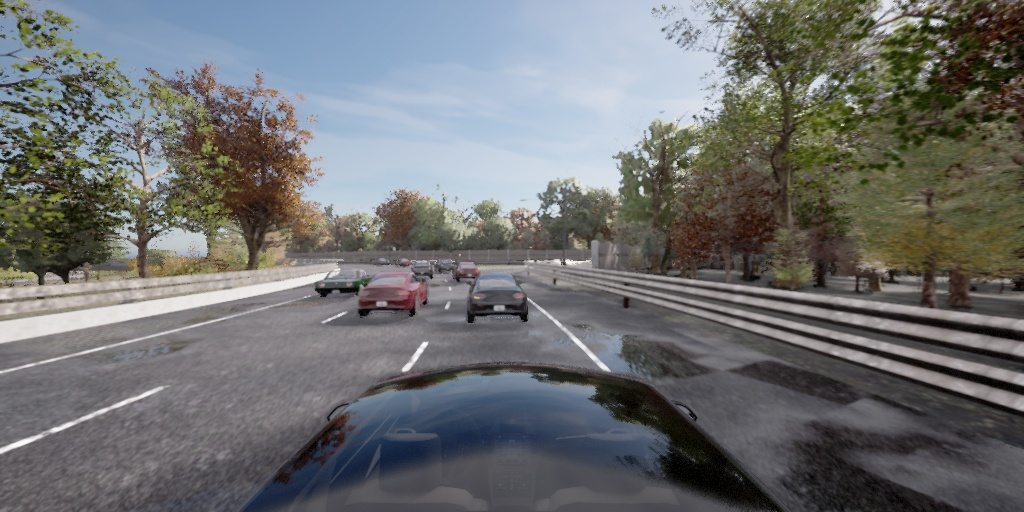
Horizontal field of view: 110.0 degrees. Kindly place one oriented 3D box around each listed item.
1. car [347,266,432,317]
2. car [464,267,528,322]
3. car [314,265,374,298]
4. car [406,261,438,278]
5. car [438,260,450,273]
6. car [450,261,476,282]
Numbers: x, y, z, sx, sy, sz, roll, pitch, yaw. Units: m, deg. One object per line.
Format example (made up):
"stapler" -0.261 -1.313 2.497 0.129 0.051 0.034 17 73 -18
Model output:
"car" -4.209 1.279 13.122 1.812 1.442 4.674 0 0 -7
"car" -0.575 1.268 12.157 1.812 1.442 4.674 0 0 -6
"car" -8.538 1.362 18.837 1.895 1.301 4.718 0 0 -10
"car" -8.210 1.240 32.416 2.128 1.511 4.902 0 0 -16
"car" -8.093 1.231 42.718 2.128 1.511 4.902 0 0 -21
"car" -3.729 1.263 29.008 1.812 1.442 4.674 0 0 -14
